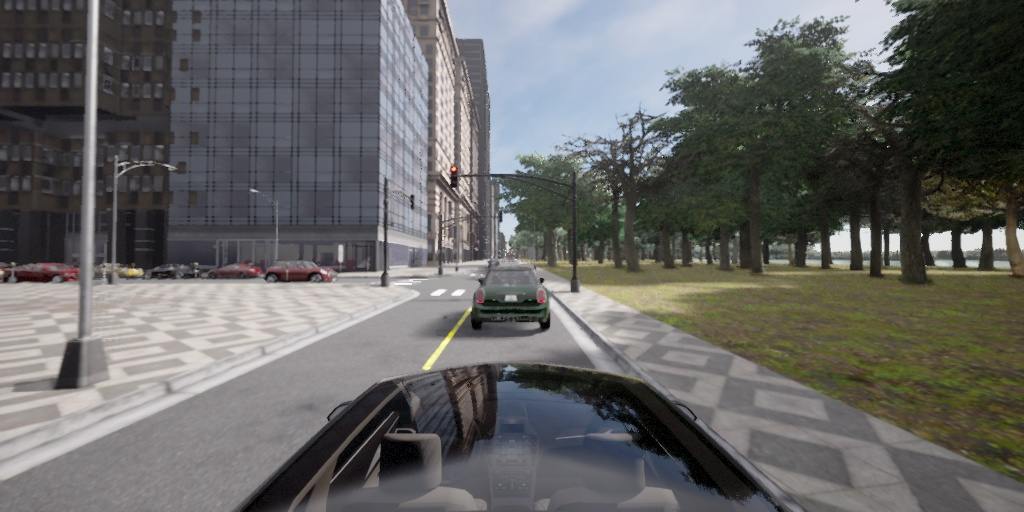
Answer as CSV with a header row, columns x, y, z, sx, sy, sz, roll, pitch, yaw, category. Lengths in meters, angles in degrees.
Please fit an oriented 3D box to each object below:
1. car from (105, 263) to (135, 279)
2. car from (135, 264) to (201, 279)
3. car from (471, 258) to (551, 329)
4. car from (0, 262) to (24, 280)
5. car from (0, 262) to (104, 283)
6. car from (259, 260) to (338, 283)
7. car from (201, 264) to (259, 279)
x,y,z,sx,sy,sz,roll,pitch,yaw,category
-35.731,1.322,31.831,4.829,1.417,1.751,0,0,0,car
-30.074,1.359,31.856,4.313,1.339,1.948,0,0,0,car
-0.019,1.069,11.199,2.097,1.767,4.553,0,0,0,car
-43.244,1.242,29.082,4.892,1.490,1.837,-1,-1,0,car
-30.041,1.148,23.333,4.507,1.381,1.888,0,0,0,car
-13.610,1.032,23.407,4.097,1.591,1.967,0,0,-1,car
-24.588,1.371,31.881,4.207,1.307,1.802,0,0,0,car
